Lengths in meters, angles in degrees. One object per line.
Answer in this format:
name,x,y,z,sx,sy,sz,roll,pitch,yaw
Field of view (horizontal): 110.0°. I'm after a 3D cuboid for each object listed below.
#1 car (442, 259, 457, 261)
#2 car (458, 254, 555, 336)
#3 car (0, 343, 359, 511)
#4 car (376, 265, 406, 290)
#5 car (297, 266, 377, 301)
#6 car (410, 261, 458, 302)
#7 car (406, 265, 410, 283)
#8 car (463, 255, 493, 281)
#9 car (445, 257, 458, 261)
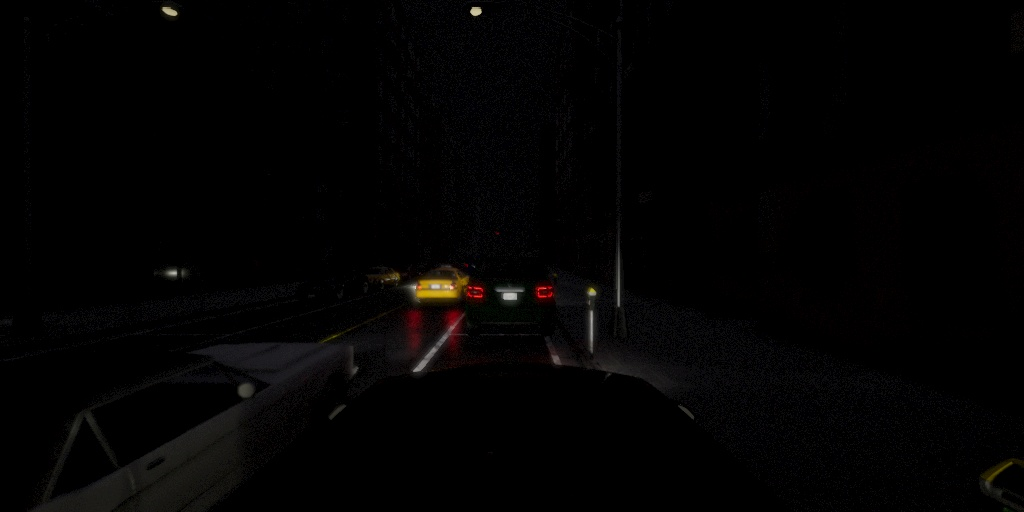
car,-5.868,1.227,28.095,1.882,1.535,5.008,0,0,0
car,-0.039,0.978,10.530,2.150,2.045,5.566,0,0,0
car,-2.926,1.351,2.559,1.895,1.301,4.718,0,0,0
car,-8.408,1.275,22.461,1.751,1.417,4.829,0,0,0
car,-8.408,1.316,17.218,1.948,1.339,4.313,0,0,0
car,-3.017,1.205,16.777,1.801,1.575,5.366,0,0,0
car,-8.408,1.331,28.044,1.802,1.307,4.207,0,0,0
car,-2.929,0.972,31.990,2.150,2.045,5.566,0,0,0
car,-8.408,1.052,49.696,2.192,1.841,5.009,0,0,0
